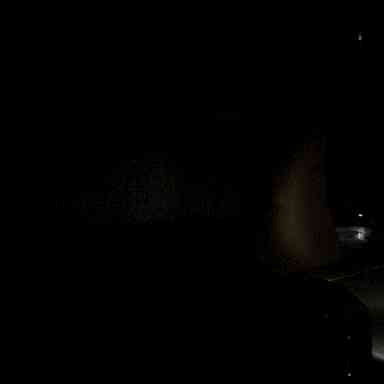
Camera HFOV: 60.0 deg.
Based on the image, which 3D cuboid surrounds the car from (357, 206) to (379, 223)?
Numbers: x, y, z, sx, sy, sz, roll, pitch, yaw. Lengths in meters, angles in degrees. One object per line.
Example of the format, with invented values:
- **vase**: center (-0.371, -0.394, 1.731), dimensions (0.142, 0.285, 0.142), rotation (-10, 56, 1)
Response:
- **car**: center (12.863, 1.541, 21.776), dimensions (4.718, 1.301, 1.895), rotation (0, 0, -36)

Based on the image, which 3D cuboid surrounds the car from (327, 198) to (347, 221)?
- **car**: center (8.763, 1.299, 23.149), dimensions (4.553, 1.767, 2.097), rotation (0, 0, -36)

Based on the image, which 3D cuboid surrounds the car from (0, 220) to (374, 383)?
- **car**: center (0.064, 1.346, 3.792), dimensions (4.553, 1.767, 2.097), rotation (0, 0, -36)
